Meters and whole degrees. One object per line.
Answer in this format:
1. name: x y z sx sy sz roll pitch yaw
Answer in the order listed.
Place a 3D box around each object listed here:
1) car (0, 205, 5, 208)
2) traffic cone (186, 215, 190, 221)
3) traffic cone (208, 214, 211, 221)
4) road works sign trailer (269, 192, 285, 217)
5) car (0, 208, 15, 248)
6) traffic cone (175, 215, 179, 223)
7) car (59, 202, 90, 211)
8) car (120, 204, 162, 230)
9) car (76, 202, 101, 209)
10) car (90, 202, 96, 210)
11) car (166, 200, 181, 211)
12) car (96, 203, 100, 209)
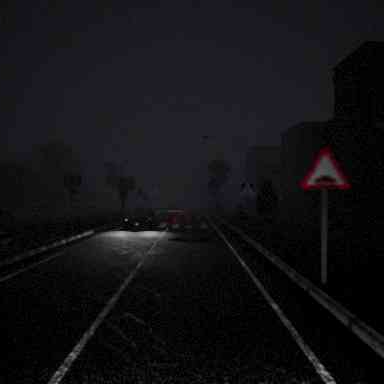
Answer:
1. car: -21.906 1.960 33.282 4.674 1.452 2.002 0 -2 0
2. traffic cone: -0.359 2.374 31.174 0.340 0.580 0.340 0 -2 0
3. traffic cone: 1.640 2.374 31.171 0.340 0.580 0.340 0 -2 0
4. road works sign trailer: 11.968 2.235 47.733 2.380 3.560 2.880 6 44 22
5. car: -9.374 1.503 11.908 5.366 1.575 1.946 0 -1 0
6. traffic cone: -1.367 2.217 25.177 0.340 0.580 0.340 0 -1 0
7. car: -21.844 2.685 60.778 4.674 1.452 2.002 0 -2 0
8. car: -3.341 1.723 22.454 1.812 1.442 4.674 0 -1 0
9. car: -21.808 2.941 70.473 4.674 1.452 2.002 0 -2 0
10. car: -21.829 2.733 64.054 4.892 1.521 2.231 0 -2 0
11. car: -3.153 2.813 63.388 2.033 1.411 5.357 0 -1 1
12. car: -21.828 2.818 67.326 5.008 1.535 2.097 0 -2 0
